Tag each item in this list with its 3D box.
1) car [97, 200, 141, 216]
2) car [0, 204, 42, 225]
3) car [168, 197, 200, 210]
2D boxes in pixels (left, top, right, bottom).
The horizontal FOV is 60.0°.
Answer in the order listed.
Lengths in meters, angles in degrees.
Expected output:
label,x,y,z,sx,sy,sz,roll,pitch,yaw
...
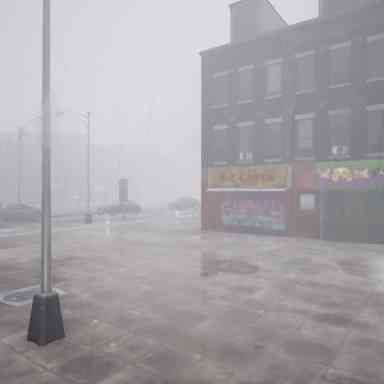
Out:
label,x,y,z,sx,sy,sz,roll,pitch,yaw
car,-6.881,1.439,31.801,1.812,1.442,4.674,0,0,35
car,-12.753,1.515,23.489,1.994,1.385,4.181,0,0,36
car,-0.924,1.382,40.217,1.837,1.490,4.892,0,0,36
